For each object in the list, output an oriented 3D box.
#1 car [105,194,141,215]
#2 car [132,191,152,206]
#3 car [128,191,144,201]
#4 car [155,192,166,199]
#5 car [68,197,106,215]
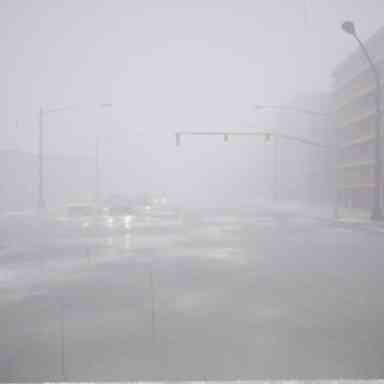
[{"bbox_3d":[-6.297,1.230,30.994,1.837,1.490,4.892,0,1,0],"label":"car"},{"bbox_3d":[-6.237,1.000,42.768,1.837,1.490,4.892,0,2,0],"label":"car"},{"bbox_3d":[-9.644,0.671,57.746,1.837,1.490,4.892,0,1,1],"label":"car"},{"bbox_3d":[-6.066,0.616,64.544,1.895,1.301,4.718,0,1,0],"label":"car"},{"bbox_3d":[-9.793,1.212,30.685,1.882,1.535,5.008,0,1,0],"label":"car"}]
